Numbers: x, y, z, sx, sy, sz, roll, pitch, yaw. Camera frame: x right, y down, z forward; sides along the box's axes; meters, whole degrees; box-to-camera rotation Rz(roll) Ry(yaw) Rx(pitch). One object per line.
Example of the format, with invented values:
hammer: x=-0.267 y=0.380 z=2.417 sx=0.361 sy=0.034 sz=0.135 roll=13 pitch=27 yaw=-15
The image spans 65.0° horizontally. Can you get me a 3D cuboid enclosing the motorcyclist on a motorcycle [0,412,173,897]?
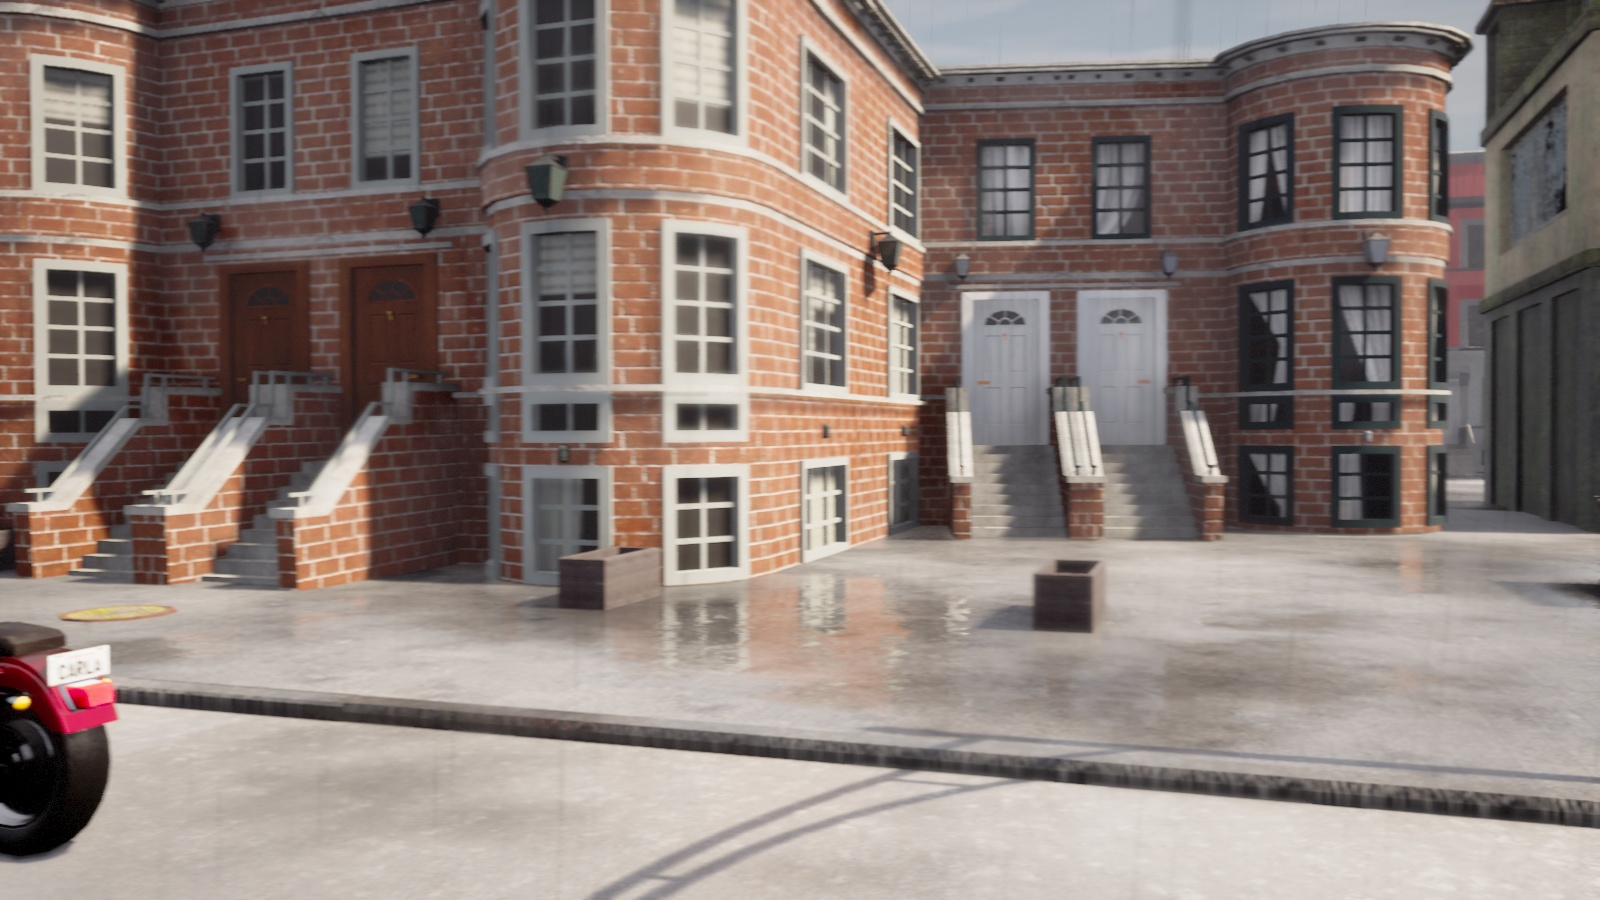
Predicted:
motorcyclist on a motorcycle: x=-3.715 y=0.683 z=4.969 sx=2.350 sy=1.649 sz=0.766 roll=0 pitch=1 yaw=19
